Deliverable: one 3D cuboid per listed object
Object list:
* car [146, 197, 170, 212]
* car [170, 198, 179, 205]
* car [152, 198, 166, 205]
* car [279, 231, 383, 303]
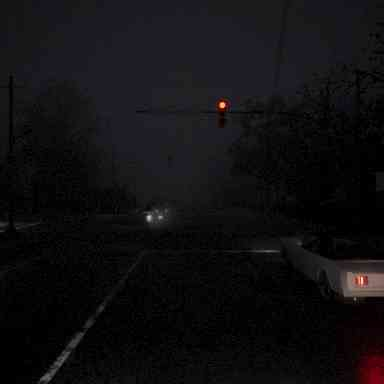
[{"bbox_3d":[-4.182,1.604,39.445,1.994,1.385,4.181,0,0,3],"label":"car"},{"bbox_3d":[-5.056,2.126,73.620,1.882,1.535,5.008,0,-1,-19],"label":"car"},{"bbox_3d":[-8.289,2.388,82.951,2.128,1.511,4.902,0,-1,-25],"label":"car"},{"bbox_3d":[3.587,1.601,8.152,1.895,1.301,4.718,0,0,0],"label":"car"}]
